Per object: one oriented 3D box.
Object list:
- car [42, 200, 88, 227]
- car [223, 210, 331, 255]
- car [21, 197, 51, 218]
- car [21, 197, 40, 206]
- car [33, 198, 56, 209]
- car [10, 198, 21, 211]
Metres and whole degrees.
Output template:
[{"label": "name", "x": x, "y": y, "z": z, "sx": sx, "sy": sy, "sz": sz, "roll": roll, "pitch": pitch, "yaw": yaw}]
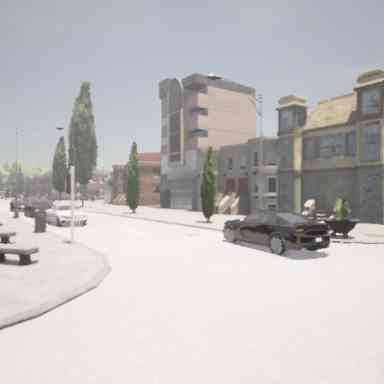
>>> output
[{"label": "car", "x": -8.708, "y": 1.522, "z": 22.967, "sx": 1.812, "sy": 1.442, "sz": 4.674, "roll": 0, "pitch": 0, "yaw": -36}, {"label": "car", "x": 3.163, "y": 1.471, "z": 13.481, "sx": 1.882, "sy": 1.535, "sz": 5.008, "roll": 1, "pitch": 0, "yaw": -27}, {"label": "car", "x": -13.985, "y": 1.502, "z": 30.344, "sx": 1.837, "sy": 1.490, "sz": 4.892, "roll": 0, "pitch": 0, "yaw": -35}, {"label": "car", "x": -27.371, "y": 1.542, "z": 56.344, "sx": 2.033, "sy": 1.411, "sz": 5.357, "roll": 0, "pitch": 0, "yaw": -36}, {"label": "car", "x": -21.180, "y": 1.542, "z": 47.667, "sx": 2.033, "sy": 1.411, "sz": 5.357, "roll": 0, "pitch": 0, "yaw": -36}, {"label": "car", "x": -19.914, "y": 1.489, "z": 38.688, "sx": 2.128, "sy": 1.511, "sz": 4.902, "roll": 0, "pitch": 0, "yaw": -35}]
